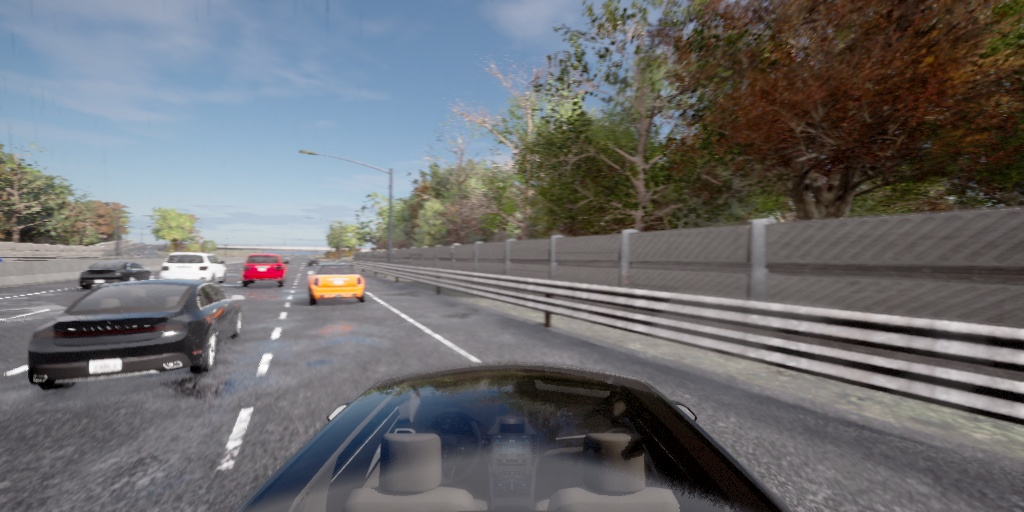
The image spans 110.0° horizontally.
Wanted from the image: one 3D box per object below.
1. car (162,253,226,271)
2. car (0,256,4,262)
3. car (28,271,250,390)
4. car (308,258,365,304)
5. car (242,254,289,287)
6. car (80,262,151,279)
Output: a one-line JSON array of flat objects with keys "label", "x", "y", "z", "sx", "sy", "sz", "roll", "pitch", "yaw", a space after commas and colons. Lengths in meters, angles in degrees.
[{"label": "car", "x": -19.098, "y": 0.834, "z": 21.727, "sx": 2.150, "sy": 2.045, "sz": 5.566, "roll": 1, "pitch": 0, "yaw": -30}, {"label": "car", "x": -36.416, "y": 0.601, "z": 23.433, "sx": 2.150, "sy": 2.045, "sz": 5.566, "roll": 1, "pitch": 0, "yaw": -30}, {"label": "car", "x": -6.546, "y": 1.195, "z": 6.824, "sx": 1.837, "sy": 1.490, "sz": 4.892, "roll": 1, "pitch": 0, "yaw": -30}, {"label": "car", "x": -8.078, "y": 1.083, "z": 16.356, "sx": 2.097, "sy": 1.767, "sz": 4.553, "roll": 1, "pitch": 0, "yaw": -30}, {"label": "car", "x": -16.092, "y": 0.888, "z": 23.515, "sx": 2.150, "sy": 2.045, "sz": 5.566, "roll": 1, "pitch": 0, "yaw": -30}, {"label": "car", "x": -22.487, "y": 1.062, "z": 20.599, "sx": 1.837, "sy": 1.490, "sz": 4.892, "roll": 1, "pitch": 0, "yaw": -30}]
